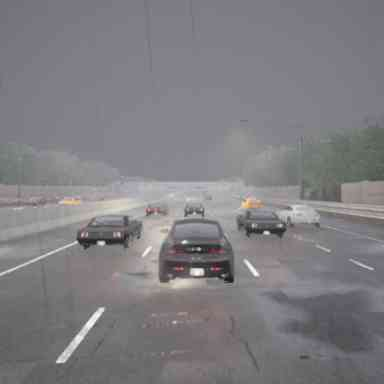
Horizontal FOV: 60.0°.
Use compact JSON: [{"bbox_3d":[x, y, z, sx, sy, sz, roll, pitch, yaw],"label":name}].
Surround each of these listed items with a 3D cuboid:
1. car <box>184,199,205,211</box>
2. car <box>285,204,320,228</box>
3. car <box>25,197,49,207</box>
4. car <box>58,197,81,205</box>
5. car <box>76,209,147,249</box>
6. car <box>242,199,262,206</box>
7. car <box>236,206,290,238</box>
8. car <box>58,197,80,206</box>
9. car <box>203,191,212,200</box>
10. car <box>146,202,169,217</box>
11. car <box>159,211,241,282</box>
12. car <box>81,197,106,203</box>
[{"bbox_3d":[0.237,1.655,32.435,1.895,1.301,4.718,0,0,0],"label":"car"},{"bbox_3d":[7.187,1.567,22.644,1.812,1.442,4.674,0,0,0],"label":"car"},{"bbox_3d":[-24.231,1.548,52.170,1.882,1.535,5.008,0,0,1],"label":"car"},{"bbox_3d":[-17.302,1.545,47.362,1.882,1.535,5.008,0,0,1],"label":"car"},{"bbox_3d":[-3.364,1.626,14.599,1.895,1.301,4.718,0,0,0],"label":"car"},{"bbox_3d":[7.307,1.543,40.807,1.882,1.535,5.008,0,0,1],"label":"car"},{"bbox_3d":[3.548,1.633,17.944,1.895,1.301,4.718,0,0,0],"label":"car"},{"bbox_3d":[-20.675,1.579,55.970,1.837,1.490,4.892,0,0,1],"label":"car"},{"bbox_3d":[4.442,1.374,92.009,2.097,1.767,4.553,0,1,1],"label":"car"},{"bbox_3d":[-3.265,1.654,32.352,1.895,1.301,4.718,0,0,0],"label":"car"},{"bbox_3d":[0.120,1.521,9.764,1.837,1.490,4.892,0,0,0],"label":"car"},{"bbox_3d":[-13.798,1.546,47.731,1.882,1.535,5.008,0,0,1],"label":"car"}]
